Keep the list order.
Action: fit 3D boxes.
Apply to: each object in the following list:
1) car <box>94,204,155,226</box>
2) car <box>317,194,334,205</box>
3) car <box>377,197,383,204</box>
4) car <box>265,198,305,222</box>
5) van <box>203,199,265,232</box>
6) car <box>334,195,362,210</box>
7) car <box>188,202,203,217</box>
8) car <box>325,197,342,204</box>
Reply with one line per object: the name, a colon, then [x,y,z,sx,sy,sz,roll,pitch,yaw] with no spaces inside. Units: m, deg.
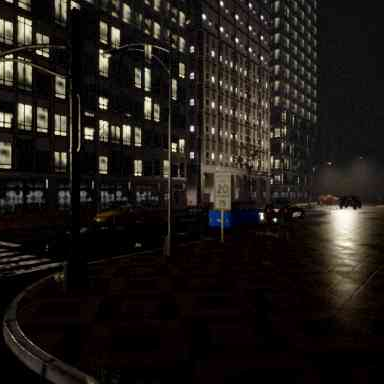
car: [-4.734,1.540,23.944,1.752,1.417,4.829,0,0,38]
car: [25.133,1.381,62.528,2.192,1.841,5.009,0,0,38]
car: [38.164,1.659,66.536,1.947,1.339,4.313,0,0,38]
car: [7.619,1.472,26.859,1.967,1.590,4.097,0,0,38]
van: [2.656,1.368,20.230,1.690,1.788,3.998,0,0,38]
car: [21.195,1.369,44.494,2.192,1.841,5.009,0,0,38]
car: [1.375,1.604,31.667,1.802,1.307,4.206,0,0,38]
car: [28.527,1.625,66.936,2.008,1.369,4.403,0,0,38]
